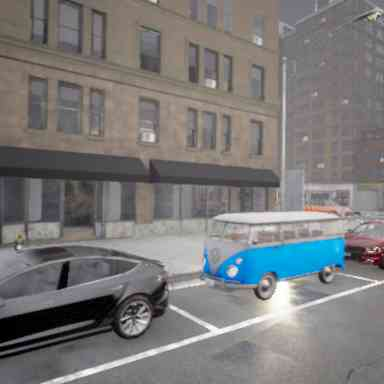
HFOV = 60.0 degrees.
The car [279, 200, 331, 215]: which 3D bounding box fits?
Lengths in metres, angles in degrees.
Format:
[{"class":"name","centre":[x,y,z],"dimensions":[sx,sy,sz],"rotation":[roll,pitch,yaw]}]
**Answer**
[{"class":"car","centre":[12.453,1.696,37.033],"dimensions":[2.033,1.411,5.357],"rotation":[1,0,-36]}]

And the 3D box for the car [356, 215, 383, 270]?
[{"class":"car","centre":[6.555,1.656,11.432],"dimensions":[4.507,1.381,1.887],"rotation":[1,0,-35]}]

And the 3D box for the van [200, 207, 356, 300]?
[{"class":"van","centre":[2.095,1.401,8.247],"dimensions":[3.998,1.788,1.690],"rotation":[1,0,-35]}]

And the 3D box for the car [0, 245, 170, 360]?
[{"class":"car","centre":[-2.371,1.574,5.065],"dimensions":[4.313,1.339,1.947],"rotation":[1,0,-35]}]

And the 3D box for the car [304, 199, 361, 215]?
[{"class":"car","centre":[10.942,1.417,27.500],"dimensions":[2.097,1.767,4.553],"rotation":[1,0,-35]}]
